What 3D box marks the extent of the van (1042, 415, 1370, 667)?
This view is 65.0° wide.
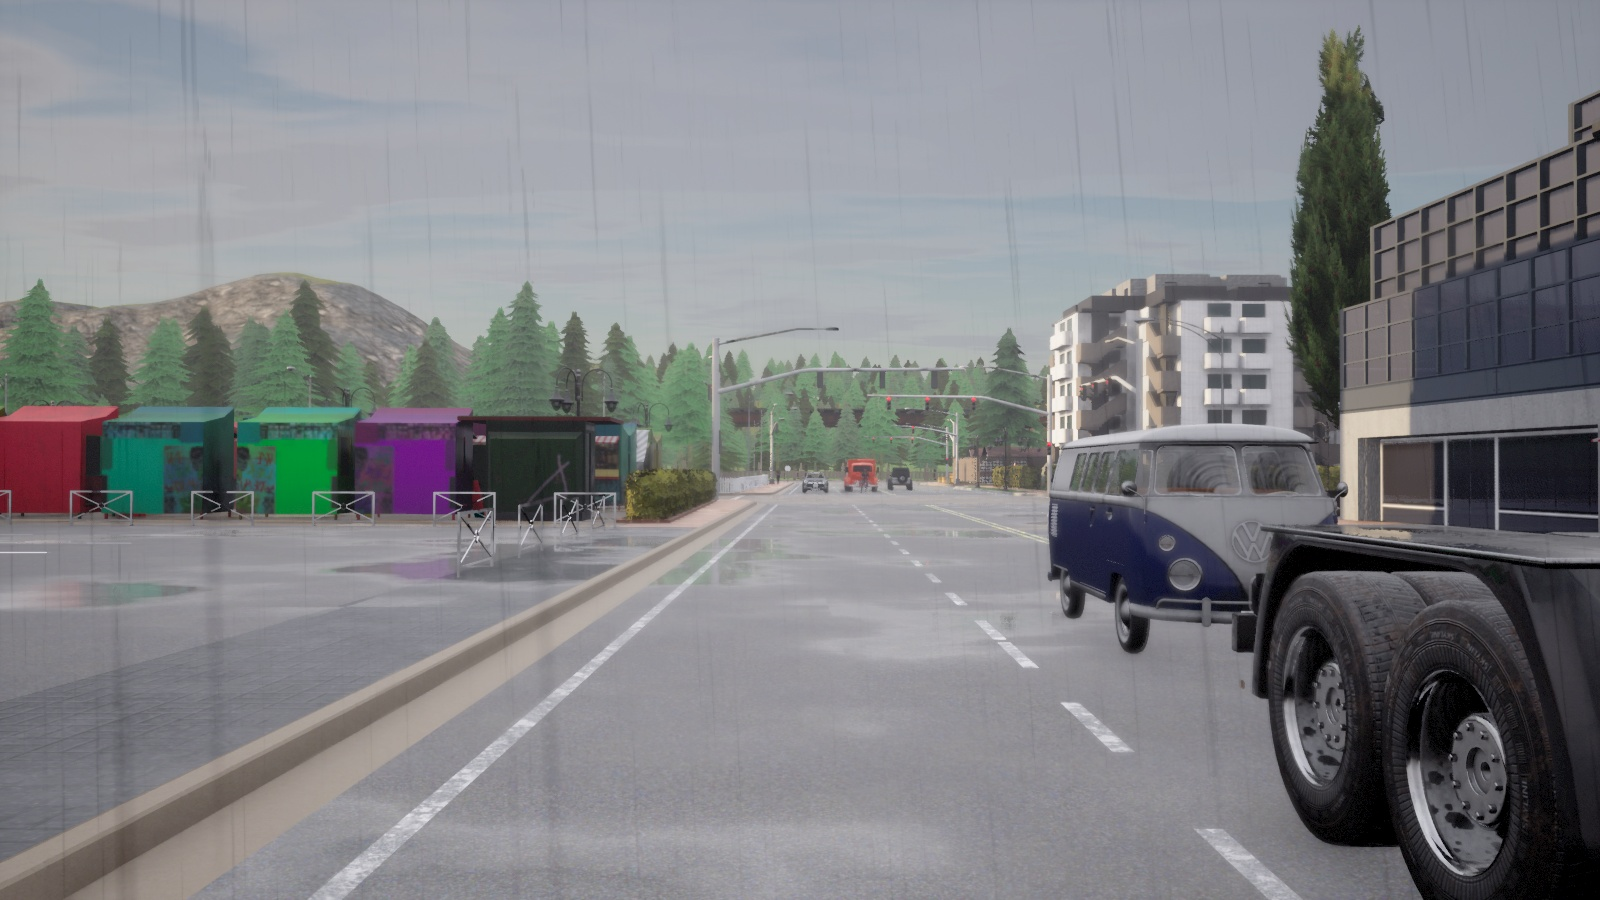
[{"bbox_3d":[3.632,0.756,12.149,1.775,1.987,4.442,0,-1,1],"label":"van"}]

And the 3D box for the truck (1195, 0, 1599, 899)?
[{"bbox_3d":[3.522,-0.137,2.678,2.891,3.462,7.936,0,-1,1],"label":"truck"}]

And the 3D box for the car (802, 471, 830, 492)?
[{"bbox_3d":[1.145,2.303,91.206,1.970,1.475,3.806,0,-1,1],"label":"car"}]

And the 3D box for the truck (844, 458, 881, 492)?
[{"bbox_3d":[4.707,1.910,95.614,2.627,2.467,5.204,0,-1,1],"label":"truck"}]
